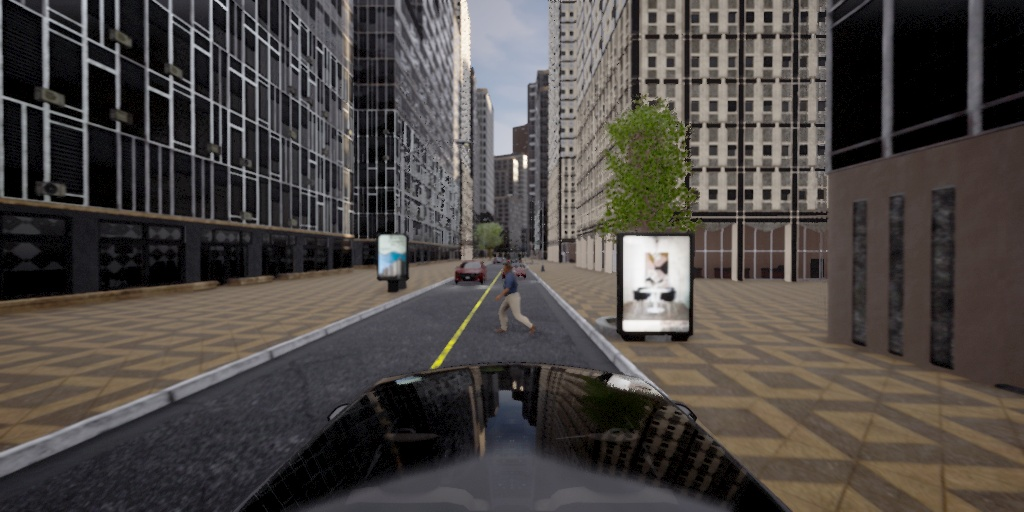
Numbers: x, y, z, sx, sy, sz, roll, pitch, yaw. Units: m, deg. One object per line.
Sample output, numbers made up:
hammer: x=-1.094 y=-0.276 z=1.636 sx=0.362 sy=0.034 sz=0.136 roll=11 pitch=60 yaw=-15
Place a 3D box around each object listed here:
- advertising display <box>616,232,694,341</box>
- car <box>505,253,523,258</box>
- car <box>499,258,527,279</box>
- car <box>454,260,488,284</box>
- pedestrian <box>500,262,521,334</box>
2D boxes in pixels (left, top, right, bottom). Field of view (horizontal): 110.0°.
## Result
advertising display: x=3.033 y=0.728 z=7.666 sx=1.540 sy=2.440 sz=0.280 roll=0 pitch=0 yaw=0
car: x=0.271 y=0.643 z=45.843 sx=2.150 sy=2.045 sz=5.566 roll=0 pitch=0 yaw=-1
car: x=0.200 y=1.108 z=29.514 sx=1.994 sy=1.385 sz=4.181 roll=0 pitch=0 yaw=0
car: x=-2.752 y=1.054 z=24.818 sx=1.882 sy=1.535 sz=5.008 roll=0 pitch=0 yaw=0
pedestrian: x=-0.032 y=0.988 z=8.750 sx=0.375 sy=1.860 sz=0.375 roll=0 pitch=0 yaw=-2
